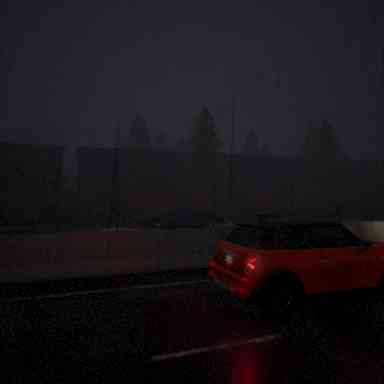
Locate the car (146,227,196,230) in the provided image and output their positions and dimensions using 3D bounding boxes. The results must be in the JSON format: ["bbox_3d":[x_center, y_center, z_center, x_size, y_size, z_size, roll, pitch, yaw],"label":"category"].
[{"bbox_3d":[-0.211,1.666,17.856,4.181,1.385,1.994,0,0,-21],"label":"car"}]

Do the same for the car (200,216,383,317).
[{"bbox_3d":[2.737,1.397,7.536,4.553,1.767,2.097,0,0,-21],"label":"car"}]

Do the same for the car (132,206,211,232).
[{"bbox_3d":[-1.290,1.645,21.190,4.674,1.442,1.812,0,0,-21],"label":"car"}]
